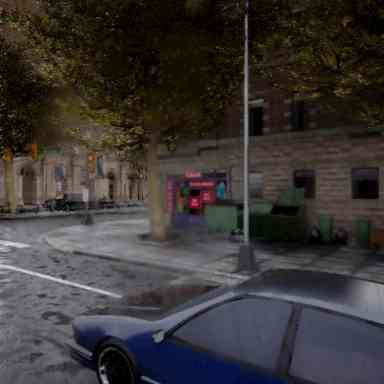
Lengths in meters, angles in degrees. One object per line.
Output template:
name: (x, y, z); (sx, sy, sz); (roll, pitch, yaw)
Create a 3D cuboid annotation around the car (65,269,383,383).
car: (1.055, 1.546, 3.235); (5.357, 1.411, 2.033); (0, 0, 36)

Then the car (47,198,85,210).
car: (-16.172, 1.504, 42.937); (1.994, 1.385, 4.181); (0, 0, 36)

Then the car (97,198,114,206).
car: (-14.338, 1.530, 50.872); (1.895, 1.301, 4.718); (0, 0, 36)

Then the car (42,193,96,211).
car: (-14.600, 1.167, 39.128); (2.150, 2.045, 5.566); (0, 0, 36)
